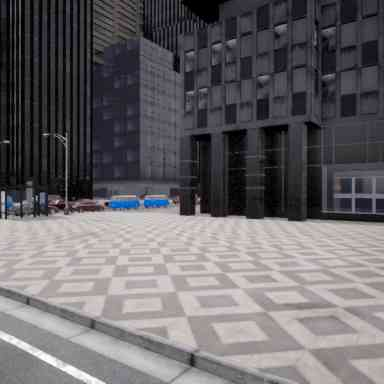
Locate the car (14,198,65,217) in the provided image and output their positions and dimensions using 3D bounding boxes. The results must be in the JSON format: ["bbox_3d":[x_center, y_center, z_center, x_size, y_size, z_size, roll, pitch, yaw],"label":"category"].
[{"bbox_3d":[-14.606,1.549,30.948,2.008,1.369,4.403,0,0,35],"label":"car"}]

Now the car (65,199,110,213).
[{"bbox_3d":[-11.312,1.576,35.573,1.802,1.307,4.206,0,0,35],"label":"car"}]

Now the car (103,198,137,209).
[{"bbox_3d":[-10.184,1.573,47.250,1.895,1.301,4.718,0,0,36],"label":"car"}]

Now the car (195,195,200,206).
[{"bbox_3d":[1.864,1.569,54.069,1.802,1.307,4.206,0,0,35],"label":"car"}]

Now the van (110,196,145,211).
[{"bbox_3d":[-8.017,1.332,40.197,1.690,1.788,3.998,0,0,35],"label":"van"}]

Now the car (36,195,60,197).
[{"bbox_3d":[-18.256,1.285,40.517,2.192,1.841,5.009,0,0,35],"label":"car"}]

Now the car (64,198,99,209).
[{"bbox_3d":[-14.962,1.549,45.142,1.802,1.307,4.206,0,0,35],"label":"car"}]

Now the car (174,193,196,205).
[{"bbox_3d":[-1.200,1.183,59.704,2.150,2.045,5.566,0,0,36],"label":"car"}]

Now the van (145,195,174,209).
[{"bbox_3d":[-4.724,1.330,44.821,1.690,1.788,3.998,0,0,35],"label":"van"}]
